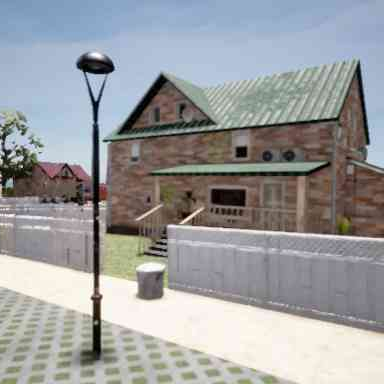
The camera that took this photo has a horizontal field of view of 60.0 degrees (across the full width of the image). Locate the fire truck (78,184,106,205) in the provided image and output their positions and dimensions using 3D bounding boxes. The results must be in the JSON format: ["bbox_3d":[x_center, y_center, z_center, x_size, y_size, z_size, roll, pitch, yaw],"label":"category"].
[{"bbox_3d":[-15.847,0.535,57.603,2.891,3.827,8.468,2,1,19],"label":"fire truck"}]
